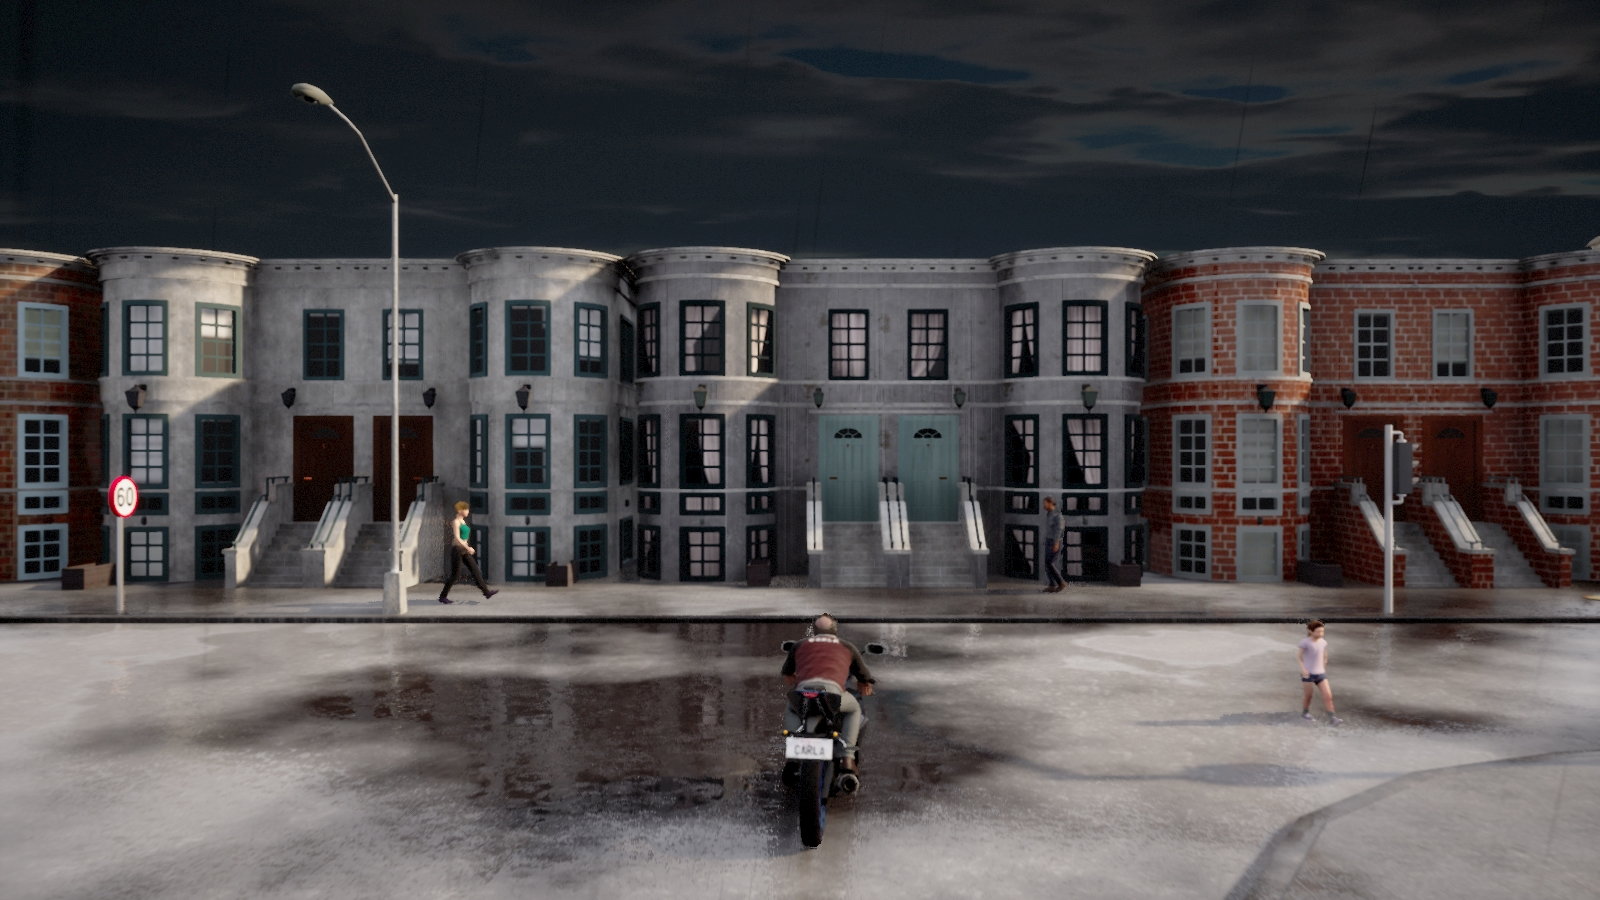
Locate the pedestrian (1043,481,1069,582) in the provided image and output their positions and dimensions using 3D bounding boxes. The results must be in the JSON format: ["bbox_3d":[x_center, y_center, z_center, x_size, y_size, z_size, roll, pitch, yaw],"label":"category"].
[{"bbox_3d":[4.796,1.524,21.430,0.375,1.860,0.375,0,0,-8],"label":"pedestrian"}]

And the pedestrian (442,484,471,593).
[{"bbox_3d":[-5.971,1.524,19.854,0.375,1.860,0.375,0,0,5],"label":"pedestrian"}]

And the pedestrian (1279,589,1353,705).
[{"bbox_3d":[5.299,2.008,11.740,0.500,1.100,0.500,0,0,-9],"label":"pedestrian"}]
